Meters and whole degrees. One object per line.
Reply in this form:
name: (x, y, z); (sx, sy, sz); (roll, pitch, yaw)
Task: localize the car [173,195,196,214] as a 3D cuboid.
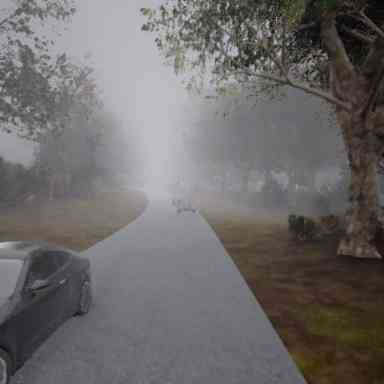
car: (-0.635, 1.354, 33.401); (2.033, 1.411, 5.357); (0, 1, -4)

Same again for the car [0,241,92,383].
car: (-2.835, 1.523, 4.799); (1.812, 1.442, 4.674); (1, 0, 0)
